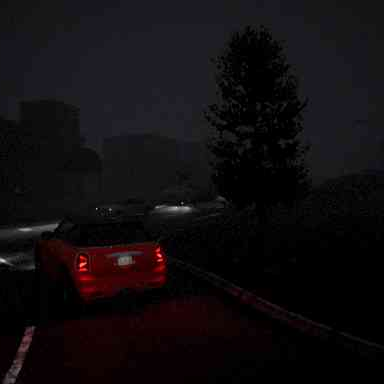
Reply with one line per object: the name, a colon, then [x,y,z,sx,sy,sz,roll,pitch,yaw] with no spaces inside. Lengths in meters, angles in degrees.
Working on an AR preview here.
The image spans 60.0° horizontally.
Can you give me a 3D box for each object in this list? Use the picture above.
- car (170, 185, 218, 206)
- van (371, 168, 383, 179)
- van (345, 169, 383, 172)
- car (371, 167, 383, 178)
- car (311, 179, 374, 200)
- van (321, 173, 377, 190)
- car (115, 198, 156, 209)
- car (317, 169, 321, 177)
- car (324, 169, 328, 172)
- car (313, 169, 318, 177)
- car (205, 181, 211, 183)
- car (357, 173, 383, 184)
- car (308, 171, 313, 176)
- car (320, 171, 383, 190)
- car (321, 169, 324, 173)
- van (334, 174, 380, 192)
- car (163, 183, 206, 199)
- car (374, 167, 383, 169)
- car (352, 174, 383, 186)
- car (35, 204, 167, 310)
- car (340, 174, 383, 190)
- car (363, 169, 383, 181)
car: [0.567,0.432,32.848,2.033,1.411,5.357,0,5,34]
van: [36.537,-3.499,62.794,4.442,1.987,1.878,-1,4,15]
van: [22.701,-1.535,43.227,4.442,1.987,1.878,-1,4,16]
car: [39.849,-3.997,67.723,5.566,2.045,2.435,-1,4,15]
car: [13.786,-0.083,31.191,5.008,1.535,2.097,-1,4,16]
van: [15.655,-0.554,33.556,4.442,1.987,1.878,-1,4,16]
car: [-4.903,1.173,24.826,1.895,1.301,4.718,0,3,35]
car: [28.674,-4.268,82.916,5.008,1.535,2.097,-2,3,15]
car: [31.986,-4.929,87.705,5.566,2.045,2.435,-2,3,15]
car: [27.015,-4.054,80.509,5.008,1.535,2.097,-2,4,15]
car: [0.533,-0.235,41.844,4.792,1.488,2.163,-2,3,14]
car: [27.878,-2.016,50.563,4.792,1.488,2.163,-1,4,16]
car: [25.361,-3.958,78.088,4.553,1.767,2.185,-2,4,15]
car: [17.273,-0.822,36.002,5.566,2.045,2.435,-1,5,16]
car: [30.175,-4.476,85.363,5.366,1.575,1.946,-2,3,15]
van: [18.951,-1.041,38.444,4.442,1.987,1.878,-1,5,16]
car: [-1.145,0.017,39.415,4.674,1.452,2.002,-2,3,14]
car: [29.611,-2.543,52.990,5.566,2.045,2.435,-1,4,15]
car: [26.111,-1.798,48.122,4.892,1.521,2.231,-1,5,16]
car: [-2.468,1.343,8.223,2.097,1.767,4.553,0,0,-33]
car: [20.801,-1.188,40.852,4.553,1.767,2.185,-1,4,16]
car: [33.054,-3.035,57.902,5.566,2.045,2.435,-1,4,15]
